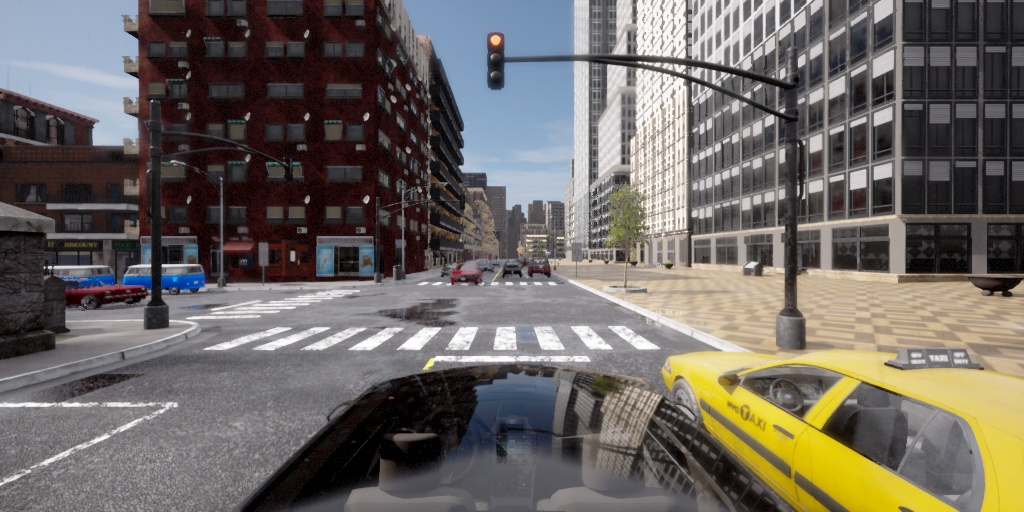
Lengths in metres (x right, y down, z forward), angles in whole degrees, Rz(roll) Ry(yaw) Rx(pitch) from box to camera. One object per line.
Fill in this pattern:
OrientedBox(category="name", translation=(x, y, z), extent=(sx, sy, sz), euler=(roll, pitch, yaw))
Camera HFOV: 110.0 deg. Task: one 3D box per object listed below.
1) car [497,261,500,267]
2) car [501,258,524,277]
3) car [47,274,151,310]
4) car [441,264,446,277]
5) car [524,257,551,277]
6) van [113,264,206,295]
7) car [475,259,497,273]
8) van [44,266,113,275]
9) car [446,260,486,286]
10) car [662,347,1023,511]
OrientedBox(category="car", translation=(-3.172, 1.344, 65.342), extent=(2.033, 1.411, 5.357), euler=(0, 0, 0))
OrientedBox(category="car", translation=(0.025, 1.264, 36.050), extent=(1.837, 1.490, 4.892), euler=(0, 0, 0))
OrientedBox(category="car", translation=(-19.058, 1.642, 15.730), extent=(4.718, 1.301, 1.895), euler=(-1, 0, -1))
OrientedBox(category="car", translation=(-5.764, 1.309, 34.777), extent=(2.007, 1.370, 4.403), euler=(0, 0, 0))
OrientedBox(category="car", translation=(2.616, 1.073, 34.796), extent=(2.192, 1.841, 5.009), euler=(0, 0, 0))
OrientedBox(category="van", translation=(-20.810, 1.390, 21.502), extent=(3.998, 1.789, 1.690), euler=(0, 0, -1))
OrientedBox(category="car", translation=(-3.189, 1.329, 43.234), extent=(1.994, 1.385, 4.181), euler=(0, 0, 0))
OrientedBox(category="van", translation=(-26.348, 1.481, 21.439), extent=(3.998, 1.789, 1.690), euler=(0, 0, -1))
OrientedBox(category="car", translation=(-3.152, 1.234, 25.605), extent=(1.882, 1.535, 5.008), euler=(0, 0, 0))
OrientedBox(category="car", translation=(2.690, 1.275, 2.554), extent=(1.751, 1.417, 4.829), euler=(0, 0, 0))
